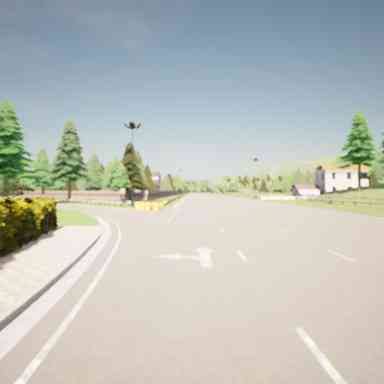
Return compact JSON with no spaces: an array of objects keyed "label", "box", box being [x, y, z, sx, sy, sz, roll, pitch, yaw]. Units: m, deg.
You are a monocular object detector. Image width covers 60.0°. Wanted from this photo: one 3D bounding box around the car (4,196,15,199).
[{"label":"car","box":[-39.044,1.490,70.925,4.181,1.385,1.994,0,0,40]}]
